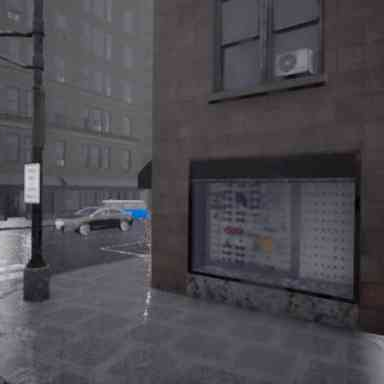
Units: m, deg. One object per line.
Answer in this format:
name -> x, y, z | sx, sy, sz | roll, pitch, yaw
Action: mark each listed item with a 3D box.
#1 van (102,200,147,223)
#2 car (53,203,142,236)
van -> -5.090, 1.497, 24.583 | 1.690, 1.788, 3.998 | 0, -1, 35
car -> -5.578, 1.607, 19.402 | 2.128, 1.511, 4.902 | 1, 0, 35
